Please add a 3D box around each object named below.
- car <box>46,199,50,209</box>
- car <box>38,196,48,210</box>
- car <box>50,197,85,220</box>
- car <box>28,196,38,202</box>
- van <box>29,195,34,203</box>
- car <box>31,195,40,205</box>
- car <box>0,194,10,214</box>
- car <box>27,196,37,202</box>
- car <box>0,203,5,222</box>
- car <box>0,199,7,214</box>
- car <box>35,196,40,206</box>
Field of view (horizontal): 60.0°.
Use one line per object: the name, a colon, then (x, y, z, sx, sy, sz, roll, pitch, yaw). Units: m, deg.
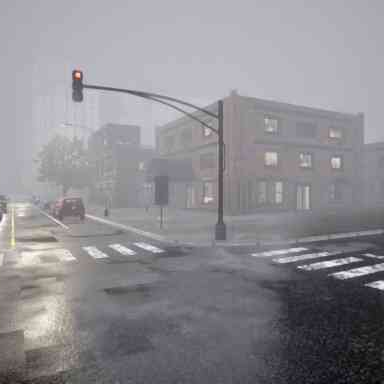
car: (-12.986, 1.586, 32.918, 1.947, 1.339, 4.313, 0, 0, -28)
car: (-18.237, 1.598, 42.642, 1.947, 1.339, 4.313, 0, 0, -28)
car: (-10.359, 1.330, 28.057, 2.192, 1.841, 5.009, 0, 0, -28)
car: (-36.615, 1.684, 76.672, 1.802, 1.307, 4.206, 0, 0, -28)
van: (-31.365, 1.419, 66.950, 1.690, 1.788, 3.998, 0, 0, -28)
car: (-26.113, 1.639, 57.226, 1.802, 1.307, 4.206, 0, 0, -28)
car: (-20.827, 1.247, 35.462, 2.150, 2.045, 5.566, 0, 0, -28)
car: (-39.242, 1.680, 81.535, 1.947, 1.339, 4.313, 0, 0, -28)
car: (-11.380, 1.555, 17.778, 2.033, 1.411, 5.357, 0, 0, -28)
car: (-15.847, 1.541, 26.099, 1.812, 1.442, 4.674, 0, 0, -28)
car: (-20.862, 1.590, 47.503, 2.008, 1.369, 4.403, 0, 0, -28)
